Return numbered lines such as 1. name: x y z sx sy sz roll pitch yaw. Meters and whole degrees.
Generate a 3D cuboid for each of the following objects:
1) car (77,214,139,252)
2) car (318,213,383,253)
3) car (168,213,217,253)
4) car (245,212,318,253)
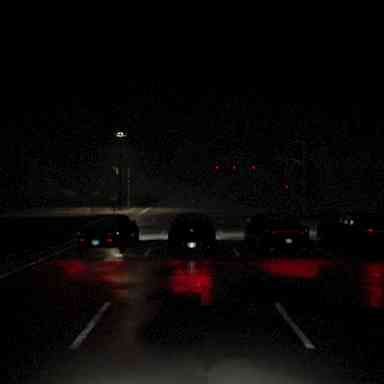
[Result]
1. car: -3.490 1.667 14.383 1.812 1.442 4.674 0 0 0
2. car: 7.008 1.633 14.287 2.128 1.511 4.902 0 0 0
3. car: 0.008 1.648 14.311 1.837 1.490 4.892 0 0 0
4. car: 3.511 1.620 14.473 1.882 1.535 5.008 0 0 0
